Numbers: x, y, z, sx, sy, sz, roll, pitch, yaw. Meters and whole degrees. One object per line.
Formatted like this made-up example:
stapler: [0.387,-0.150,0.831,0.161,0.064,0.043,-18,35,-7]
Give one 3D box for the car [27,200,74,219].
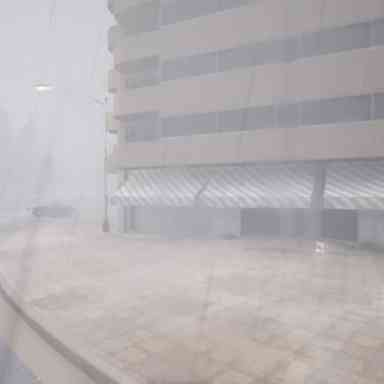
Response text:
car: [-12.725,1.641,30.856,1.882,1.535,5.008,0,0,7]
